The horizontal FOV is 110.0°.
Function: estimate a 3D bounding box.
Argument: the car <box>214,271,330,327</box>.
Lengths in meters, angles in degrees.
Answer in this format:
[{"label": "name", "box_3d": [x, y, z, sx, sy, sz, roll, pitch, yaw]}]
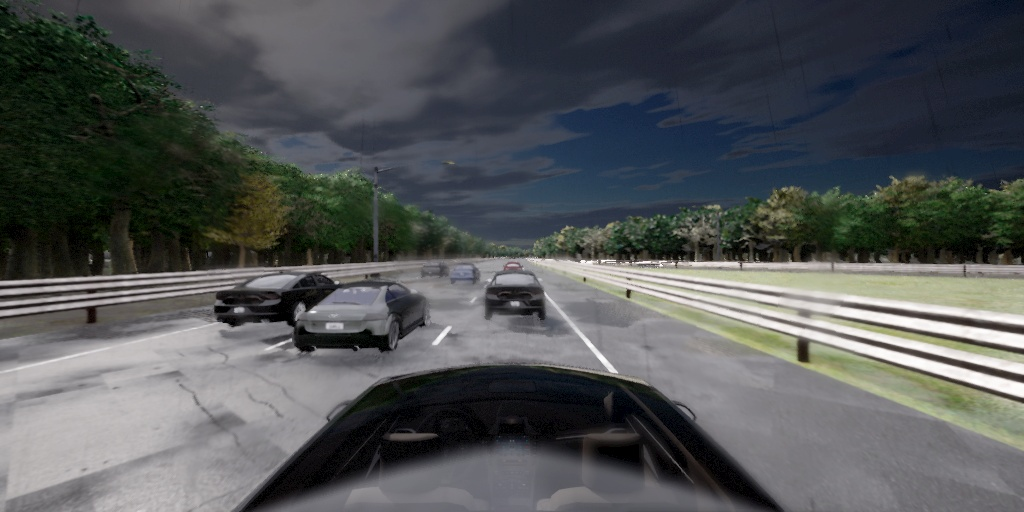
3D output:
[{"label": "car", "box_3d": [-6.897, 1.228, 11.545, 1.882, 1.535, 5.008, 0, 0, 0]}]

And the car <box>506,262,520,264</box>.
[{"label": "car", "box_3d": [0.107, 1.293, 33.600, 1.812, 1.442, 4.674, 0, 0, 0]}]

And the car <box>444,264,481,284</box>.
[{"label": "car", "box_3d": [-3.390, 1.305, 26.870, 2.033, 1.411, 5.357, 1, 0, 0]}]

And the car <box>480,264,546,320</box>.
[{"label": "car", "box_3d": [0.105, 1.229, 12.737, 1.882, 1.535, 5.008, 0, 0, 0]}]

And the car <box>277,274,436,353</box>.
[{"label": "car", "box_3d": [-3.397, 1.314, 8.873, 1.994, 1.385, 4.181, 0, 0, 0]}]

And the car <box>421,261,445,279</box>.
[{"label": "car", "box_3d": [-6.889, 1.236, 32.589, 2.128, 1.511, 4.902, 1, 0, 0]}]
